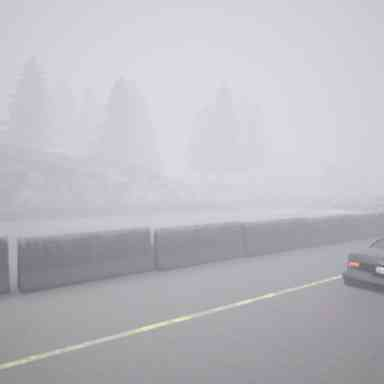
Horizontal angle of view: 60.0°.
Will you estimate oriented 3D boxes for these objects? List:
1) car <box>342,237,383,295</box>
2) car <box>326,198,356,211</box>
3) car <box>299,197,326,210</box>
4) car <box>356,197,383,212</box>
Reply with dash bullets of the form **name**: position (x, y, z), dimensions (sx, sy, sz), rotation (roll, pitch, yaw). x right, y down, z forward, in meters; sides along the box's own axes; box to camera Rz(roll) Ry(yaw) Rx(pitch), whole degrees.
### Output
- **car**: position (5.702, 1.546, 7.812), dimensions (5.357, 1.411, 2.033), rotation (0, 0, -36)
- **car**: position (17.823, 1.375, 38.187), dimensions (4.181, 1.385, 1.994), rotation (-1, 0, -35)
- **car**: position (15.131, 1.312, 40.571), dimensions (4.902, 1.511, 2.128), rotation (-1, 0, -35)
- **car**: position (19.866, 1.316, 35.349), dimensions (4.892, 1.490, 1.837), rotation (-1, 0, -35)
